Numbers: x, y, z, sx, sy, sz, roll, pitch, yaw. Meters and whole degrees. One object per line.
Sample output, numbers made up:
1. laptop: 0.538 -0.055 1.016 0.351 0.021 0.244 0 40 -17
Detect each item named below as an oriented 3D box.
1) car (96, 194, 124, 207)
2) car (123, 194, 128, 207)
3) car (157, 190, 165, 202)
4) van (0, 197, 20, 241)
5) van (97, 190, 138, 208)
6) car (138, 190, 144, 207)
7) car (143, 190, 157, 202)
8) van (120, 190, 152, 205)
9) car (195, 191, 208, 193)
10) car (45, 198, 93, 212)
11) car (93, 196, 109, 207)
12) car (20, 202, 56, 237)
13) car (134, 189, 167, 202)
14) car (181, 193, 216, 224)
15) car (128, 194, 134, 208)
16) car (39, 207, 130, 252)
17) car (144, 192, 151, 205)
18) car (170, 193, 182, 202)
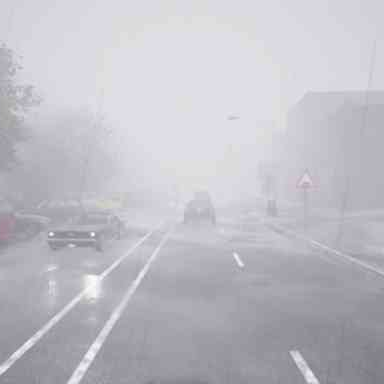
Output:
1. car: -8.722 1.275 27.882 5.366 1.575 1.946 -1 0 -18
2. car: -8.957 1.250 30.735 5.366 1.575 1.946 -1 1 -18
3. car: -7.647 0.942 54.531 5.366 1.575 1.946 -1 1 -18
4. van: -9.441 1.182 12.928 4.442 1.987 1.878 -1 1 -19
5. van: -8.647 0.960 36.669 4.442 1.987 1.878 -1 1 -18
6. car: -8.447 1.024 39.663 4.553 1.767 2.185 -1 0 -18
7. car: -8.208 0.823 45.575 5.566 2.045 2.435 -1 1 -18
8. van: -8.166 0.810 48.502 4.442 1.987 1.878 -1 1 -18
9. car: 1.179 0.867 40.727 2.150 2.045 5.566 0 1 2
10. car: -9.077 1.210 21.891 4.553 1.767 2.185 -1 1 -18
11. car: -9.014 1.310 24.854 4.892 1.521 2.231 -1 0 -18
12. car: -9.267 1.424 15.944 4.674 1.452 2.002 -1 0 -19
13. car: -7.599 0.612 60.355 5.566 2.045 2.435 -1 1 -18
14. car: 0.534 1.187 23.516 2.097 1.767 4.553 0 1 1
15. car: -8.684 1.248 33.742 4.792 1.488 2.163 -1 1 -18
16. car: -4.093 1.515 13.595 1.895 1.301 4.718 0 0 1
17. car: -8.304 1.112 42.635 5.008 1.535 2.097 -1 0 -18
18. car: -2.505 0.943 55.928 1.837 1.490 4.892 0 1 3
